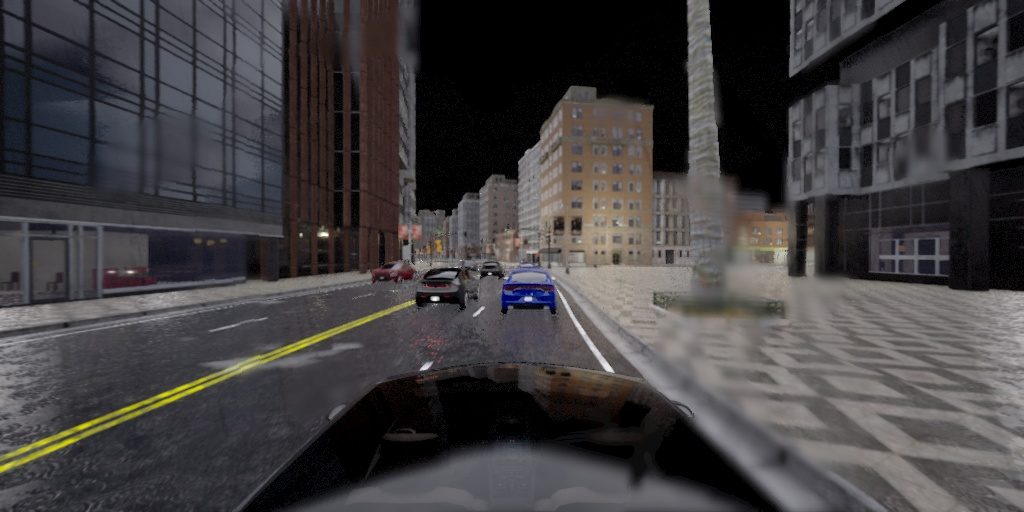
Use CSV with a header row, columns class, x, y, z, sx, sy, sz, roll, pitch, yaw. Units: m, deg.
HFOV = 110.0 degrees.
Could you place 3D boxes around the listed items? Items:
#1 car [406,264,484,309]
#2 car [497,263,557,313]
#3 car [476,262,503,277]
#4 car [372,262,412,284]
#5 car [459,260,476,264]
class,x,y,z,sx,sy,sz,roll,pitch,yaw
car,-2.517,1.243,14.860,1.837,1.490,4.892,0,0,4
car,0.684,1.226,13.992,1.882,1.535,5.008,0,0,4
car,-1.797,1.237,32.222,1.837,1.490,4.892,0,0,1
car,-8.612,1.195,26.476,1.882,1.535,5.008,0,0,2
car,-5.285,1.228,43.993,1.837,1.490,4.892,0,-1,-1
